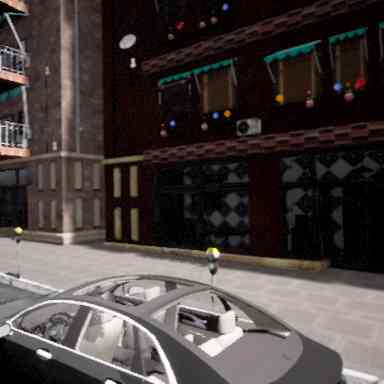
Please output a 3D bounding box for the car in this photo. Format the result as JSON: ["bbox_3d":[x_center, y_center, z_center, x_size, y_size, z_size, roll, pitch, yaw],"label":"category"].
[{"bbox_3d":[-0.772,1.569,3.440,4.403,1.369,2.008,-1,-1,36],"label":"car"}]
